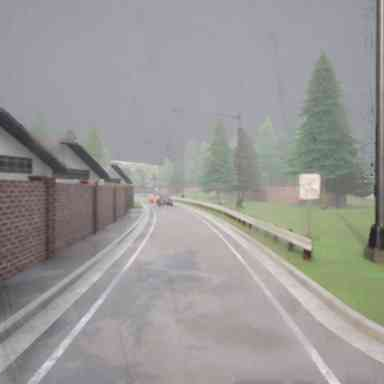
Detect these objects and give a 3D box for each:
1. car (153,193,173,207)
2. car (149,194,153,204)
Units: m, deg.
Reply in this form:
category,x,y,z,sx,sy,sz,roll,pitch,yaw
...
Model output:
category,x,y,z,sx,sy,sz,roll,pitch,yaw
car,-3.672,1.208,44.393,2.033,1.411,5.357,0,0,-12
car,-5.813,0.936,54.681,2.097,1.767,4.553,0,0,-14
